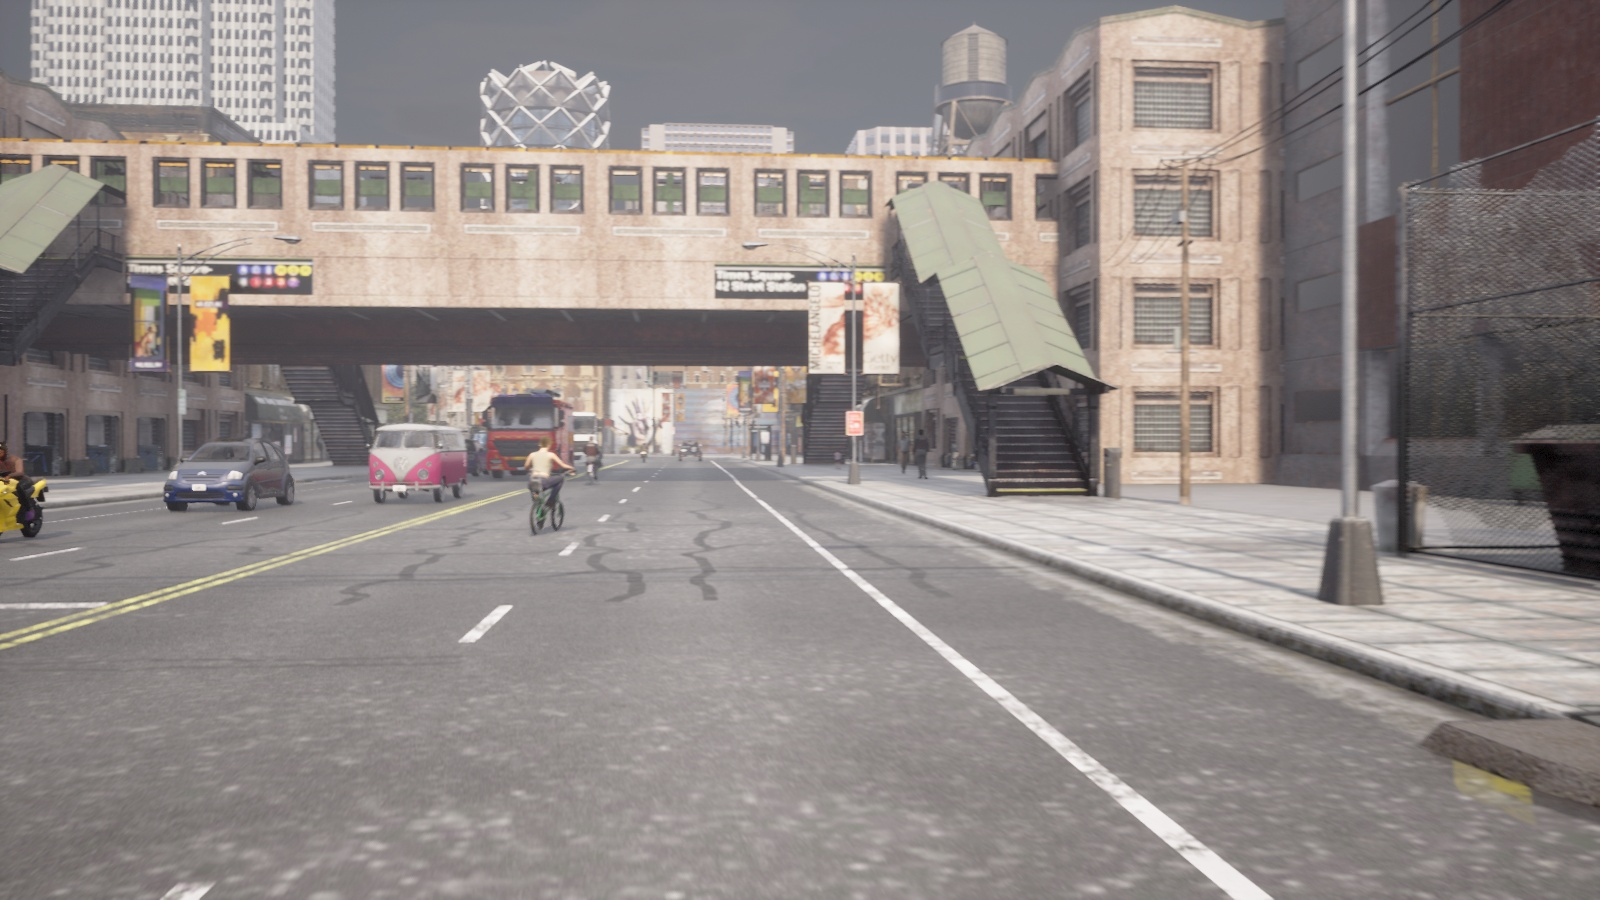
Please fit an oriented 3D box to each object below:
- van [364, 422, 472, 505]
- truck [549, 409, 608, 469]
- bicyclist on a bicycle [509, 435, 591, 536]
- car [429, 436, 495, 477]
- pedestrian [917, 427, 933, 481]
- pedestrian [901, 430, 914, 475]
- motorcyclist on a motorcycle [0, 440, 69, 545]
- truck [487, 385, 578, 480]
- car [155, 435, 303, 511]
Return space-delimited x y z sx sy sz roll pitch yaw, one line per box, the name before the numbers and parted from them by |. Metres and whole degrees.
van | -9.748 0.315 32.387 1.775 1.987 4.442 0 0 -5
truck | -13.515 -0.674 77.287 2.891 3.462 7.936 0 0 -5
bicyclist on a bicycle | -4.113 0.565 20.778 0.866 1.612 1.509 0 0 9
car | -15.260 0.282 56.909 2.097 1.767 4.553 0 0 -5
pedestrian | 4.557 0.144 45.801 0.402 1.930 0.666 0 0 -11
pedestrian | 4.536 0.102 53.067 0.540 1.848 0.694 0 0 3
motorcyclist on a motorcycle | -12.052 0.620 19.096 0.797 1.523 2.044 0 0 -4
truck | -11.611 -0.732 55.248 2.891 3.827 8.468 0 0 -5
car | -12.942 0.482 28.712 1.851 1.617 3.988 0 0 -5
